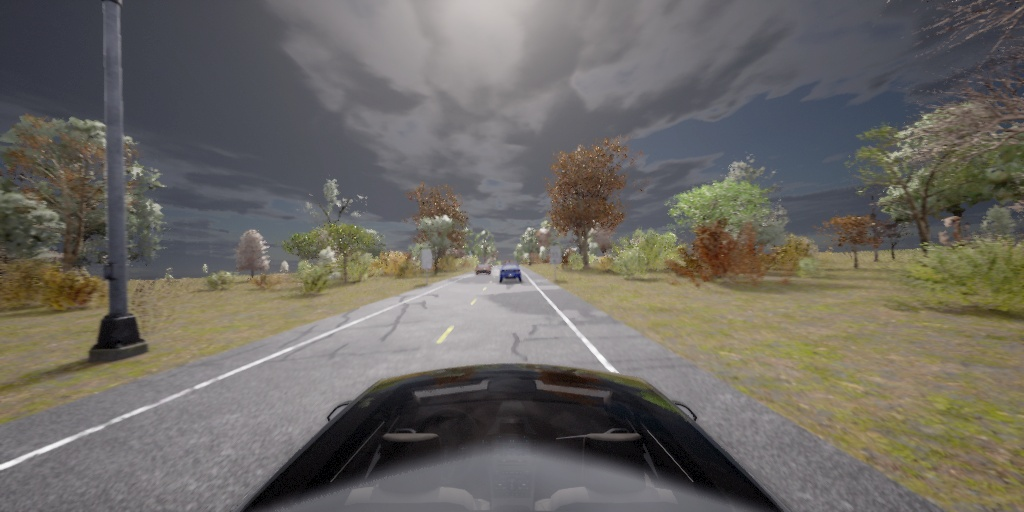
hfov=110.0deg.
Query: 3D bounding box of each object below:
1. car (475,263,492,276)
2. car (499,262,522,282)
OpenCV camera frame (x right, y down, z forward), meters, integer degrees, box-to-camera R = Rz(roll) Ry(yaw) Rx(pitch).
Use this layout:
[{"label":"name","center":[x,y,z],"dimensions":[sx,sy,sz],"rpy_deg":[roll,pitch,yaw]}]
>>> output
[{"label":"car","center":[-3.671,1.720,46.646],"dimensions":[1.882,1.535,5.008],"rpy_deg":[-2,-1,0]},{"label":"car","center":[-0.113,1.442,31.825],"dimensions":[1.882,1.535,5.008],"rpy_deg":[-2,0,0]}]
